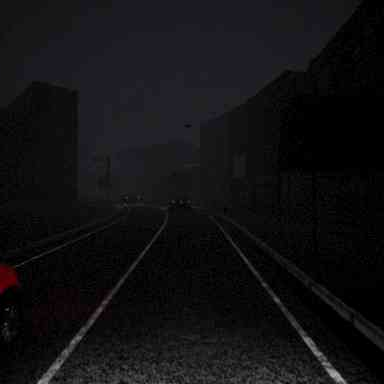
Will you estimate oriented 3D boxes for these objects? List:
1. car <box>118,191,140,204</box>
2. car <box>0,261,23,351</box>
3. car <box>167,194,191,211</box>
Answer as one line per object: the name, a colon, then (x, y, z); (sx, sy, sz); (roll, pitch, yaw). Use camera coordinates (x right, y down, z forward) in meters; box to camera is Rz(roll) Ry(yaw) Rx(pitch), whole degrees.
car: (-8.728, 0.661, 46.156); (2.097, 1.767, 4.553); (1, 1, -26)
car: (-3.607, 1.348, 3.127); (2.097, 1.767, 4.553); (0, 0, 0)
car: (-1.460, 1.023, 35.558); (2.097, 1.767, 4.553); (1, 1, -10)
